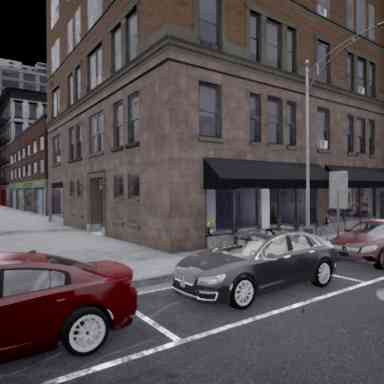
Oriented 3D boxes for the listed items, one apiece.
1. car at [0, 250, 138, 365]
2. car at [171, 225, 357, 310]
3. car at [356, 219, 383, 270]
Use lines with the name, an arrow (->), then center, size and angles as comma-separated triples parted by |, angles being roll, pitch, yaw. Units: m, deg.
car -> -2.950, 1.544, 4.438 | 4.507, 1.381, 1.887 | 0, -1, -36
car -> 1.592, 1.548, 7.684 | 4.403, 1.369, 2.008 | 0, -1, -36
car -> 6.134, 1.577, 10.931 | 4.206, 1.307, 1.802 | 0, -1, -36
